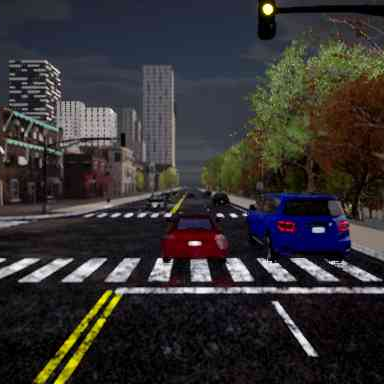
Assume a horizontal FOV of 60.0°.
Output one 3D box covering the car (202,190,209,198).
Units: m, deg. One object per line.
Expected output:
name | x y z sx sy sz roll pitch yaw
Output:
car | 3.103 0.466 65.026 1.837 1.490 4.892 0 1 0

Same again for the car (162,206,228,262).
car | 0.073 1.383 11.344 1.994 1.385 4.181 0 1 0

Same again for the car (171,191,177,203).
car | -3.439 0.795 44.409 1.837 1.490 4.892 0 1 0

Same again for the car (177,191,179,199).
car | -3.418 0.511 62.234 1.837 1.490 4.892 0 0 0

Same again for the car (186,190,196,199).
car | -0.154 0.527 63.767 2.033 1.411 5.357 0 1 0

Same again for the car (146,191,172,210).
car | -3.422 0.965 32.982 2.128 1.511 4.902 0 1 0

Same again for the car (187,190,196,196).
car | -0.178 0.196 74.183 1.994 1.385 4.181 0 1 0

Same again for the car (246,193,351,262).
car | 3.320 1.040 11.452 2.150 2.045 5.566 0 1 0

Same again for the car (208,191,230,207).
car | 3.258 0.856 38.852 1.882 1.535 5.008 0 1 0
